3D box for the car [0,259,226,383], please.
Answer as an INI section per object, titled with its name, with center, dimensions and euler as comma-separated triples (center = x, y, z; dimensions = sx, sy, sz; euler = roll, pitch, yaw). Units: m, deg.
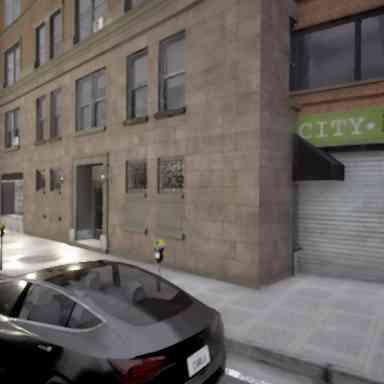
[car]
center = -1.631, 1.566, 4.230
dimensions = 4.313, 1.339, 1.947
euler = 0, 1, 35
